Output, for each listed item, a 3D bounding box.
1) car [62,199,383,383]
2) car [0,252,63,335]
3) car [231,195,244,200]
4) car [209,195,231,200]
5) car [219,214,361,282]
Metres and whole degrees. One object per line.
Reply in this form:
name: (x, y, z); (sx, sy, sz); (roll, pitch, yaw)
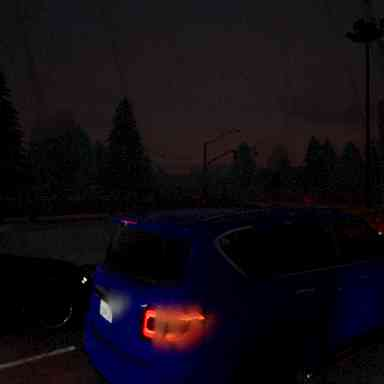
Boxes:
car: (1.375, 1.204, 4.712); (5.566, 2.045, 2.150); (-1, 0, -35)
car: (-3.750, 1.564, 5.362); (4.181, 1.385, 1.994); (0, 0, -36)
car: (6.396, 1.241, 50.612); (2.128, 1.511, 4.902); (-1, 0, -35)
car: (3.150, 1.377, 49.132); (1.895, 1.301, 4.718); (-1, 0, -36)
car: (3.092, 1.512, 10.228); (4.181, 1.385, 1.994); (-1, 0, -34)
